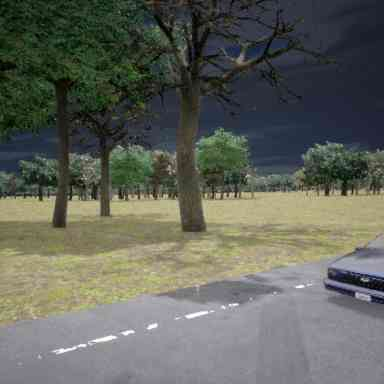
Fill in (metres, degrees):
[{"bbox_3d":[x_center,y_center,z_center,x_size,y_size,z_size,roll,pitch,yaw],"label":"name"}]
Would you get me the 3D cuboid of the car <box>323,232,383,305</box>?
[{"bbox_3d":[5.316,1.535,7.687,5.357,1.411,2.033,0,0,-36],"label":"car"}]
